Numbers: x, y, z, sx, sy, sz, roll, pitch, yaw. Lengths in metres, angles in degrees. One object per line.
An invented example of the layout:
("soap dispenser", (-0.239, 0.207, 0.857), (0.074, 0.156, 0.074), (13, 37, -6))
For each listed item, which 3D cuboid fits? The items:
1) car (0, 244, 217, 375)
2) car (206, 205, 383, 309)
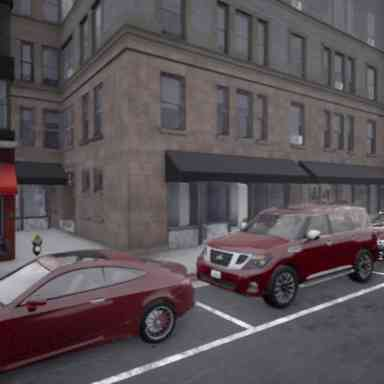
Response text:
("car", (-1.884, 1.575, 4.844), (4.206, 1.307, 1.802), (0, 0, -36))
("car", (2.518, 1.275, 7.984), (5.009, 1.841, 2.192), (0, 0, -36))
